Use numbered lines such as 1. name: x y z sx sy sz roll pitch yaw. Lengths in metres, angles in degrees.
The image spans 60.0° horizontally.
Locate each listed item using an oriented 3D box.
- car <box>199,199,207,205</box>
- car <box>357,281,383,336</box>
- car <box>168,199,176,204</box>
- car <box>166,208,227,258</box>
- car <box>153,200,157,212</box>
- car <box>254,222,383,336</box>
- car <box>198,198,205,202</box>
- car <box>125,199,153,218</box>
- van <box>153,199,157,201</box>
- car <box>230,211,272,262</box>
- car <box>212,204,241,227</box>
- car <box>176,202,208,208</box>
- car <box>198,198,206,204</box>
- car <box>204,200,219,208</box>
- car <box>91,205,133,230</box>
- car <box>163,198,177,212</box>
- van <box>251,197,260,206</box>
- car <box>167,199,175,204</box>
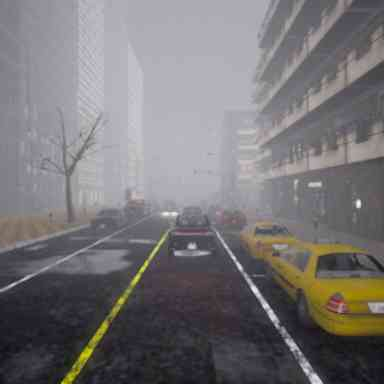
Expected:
1. car: 2.697 2.474 83.336 1.887 1.381 4.507 0 -1 0
2. car: 2.687 1.580 1.241 1.947 1.339 4.313 0 -1 0
3. car: -5.681 2.628 94.393 1.947 1.339 4.313 0 -1 0
4. car: 0.023 1.636 13.491 2.128 1.511 4.902 0 0 0
5. car: -5.689 1.994 39.901 1.947 1.339 4.313 0 -1 0
6. car: 2.688 1.599 6.933 1.752 1.417 4.829 0 -1 0
7. car: 2.696 2.409 77.809 1.887 1.381 4.507 0 -1 0
8. car: -5.691 1.682 34.380 2.192 1.841 5.009 0 -1 0
9. van: -5.689 1.831 45.425 1.690 1.788 3.998 0 -1 0
10. car: 2.687 1.657 12.456 1.752 1.417 4.829 0 -1 0
11. car: 2.689 1.793 23.332 1.887 1.381 4.507 0 -1 0
12. car: 0.016 1.840 27.504 2.033 1.411 5.357 0 -1 0
13. car: 2.697 2.435 88.865 1.967 1.590 4.097 0 -1 0
14. car: 2.691 1.973 39.898 1.887 1.381 4.507 0 -1 0
15. car: -5.691 1.814 23.333 1.947 1.339 4.313 0 -1 0
16. car: -3.017 2.006 47.551 2.128 1.511 4.902 0 -1 1
17. van: 13.718 1.827 65.369 3.998 1.788 1.690 -1 0 0
18. car: -5.682 2.540 88.865 1.887 1.381 4.507 0 -1 0
